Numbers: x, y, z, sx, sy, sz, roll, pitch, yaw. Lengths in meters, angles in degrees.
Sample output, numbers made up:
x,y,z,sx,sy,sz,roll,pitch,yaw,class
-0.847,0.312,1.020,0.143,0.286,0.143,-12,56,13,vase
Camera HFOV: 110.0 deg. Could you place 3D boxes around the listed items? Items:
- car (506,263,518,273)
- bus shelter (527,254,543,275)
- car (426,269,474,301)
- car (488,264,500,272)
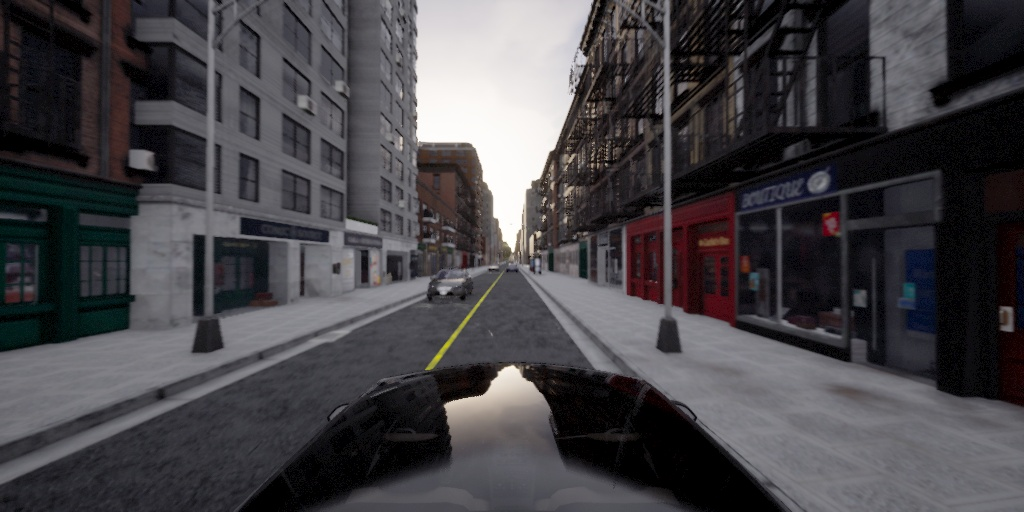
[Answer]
x,y,z,sx,sy,sz,roll,pitch,yaw,class
0.034,2.009,59.216,1.994,1.385,4.181,0,-1,1,car
3.143,1.165,46.925,1.920,2.740,3.880,0,0,0,bus shelter
-3.097,1.426,18.693,2.128,1.511,4.902,0,-1,0,car
-3.017,2.004,60.200,2.033,1.411,5.357,0,-1,1,car
